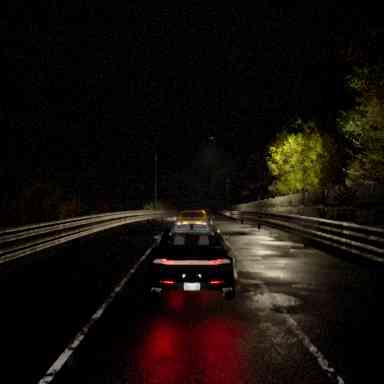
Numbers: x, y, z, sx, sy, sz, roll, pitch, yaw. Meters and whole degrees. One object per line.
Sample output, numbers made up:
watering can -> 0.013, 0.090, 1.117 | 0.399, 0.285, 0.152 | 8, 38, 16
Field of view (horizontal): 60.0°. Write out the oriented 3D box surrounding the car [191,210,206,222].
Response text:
car -> 0.966, 3.201, 45.622 | 1.882, 1.535, 5.008 | 0, -3, 3

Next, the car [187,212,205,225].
car -> 0.520, 2.795, 36.301 | 1.895, 1.301, 4.718 | 0, -3, 2

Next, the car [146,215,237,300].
car -> -0.006, 1.560, 8.527 | 2.128, 1.511, 4.902 | 0, -1, 0

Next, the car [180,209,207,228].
car -> 0.182, 2.277, 29.028 | 2.128, 1.511, 4.902 | 0, -3, 1

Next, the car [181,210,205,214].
car -> 0.027, 1.867, 20.354 | 1.882, 1.535, 5.008 | 0, -2, 1
